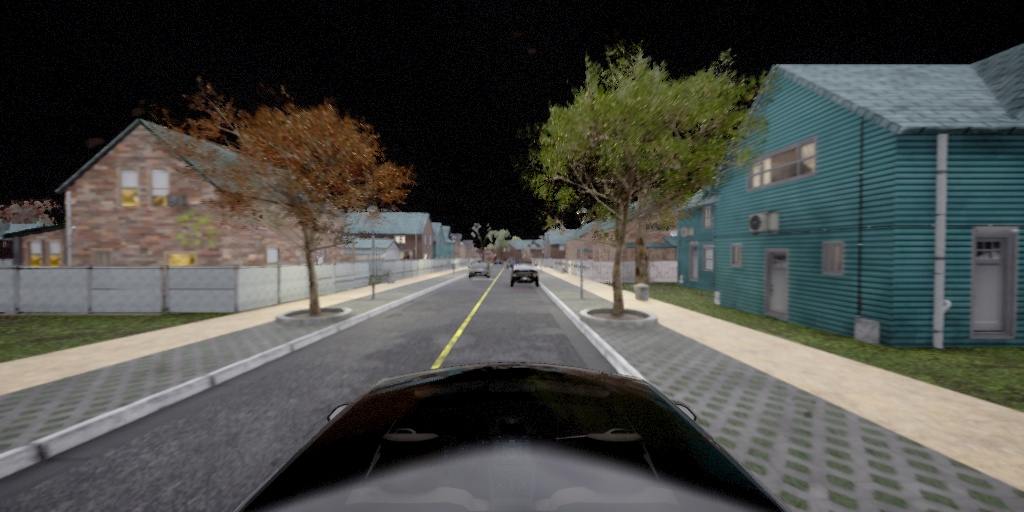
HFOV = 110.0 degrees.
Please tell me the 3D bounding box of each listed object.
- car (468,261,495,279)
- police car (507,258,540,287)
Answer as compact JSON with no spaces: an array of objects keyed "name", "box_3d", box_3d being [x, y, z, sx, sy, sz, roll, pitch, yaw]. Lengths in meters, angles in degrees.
[{"name":"car","box_3d":[-2.855,1.263,32.569,1.837,1.490,4.892,0,0,0]},{"name":"police car","box_3d":[0.815,1.174,24.803,1.930,1.638,5.238,0,0,0]}]
